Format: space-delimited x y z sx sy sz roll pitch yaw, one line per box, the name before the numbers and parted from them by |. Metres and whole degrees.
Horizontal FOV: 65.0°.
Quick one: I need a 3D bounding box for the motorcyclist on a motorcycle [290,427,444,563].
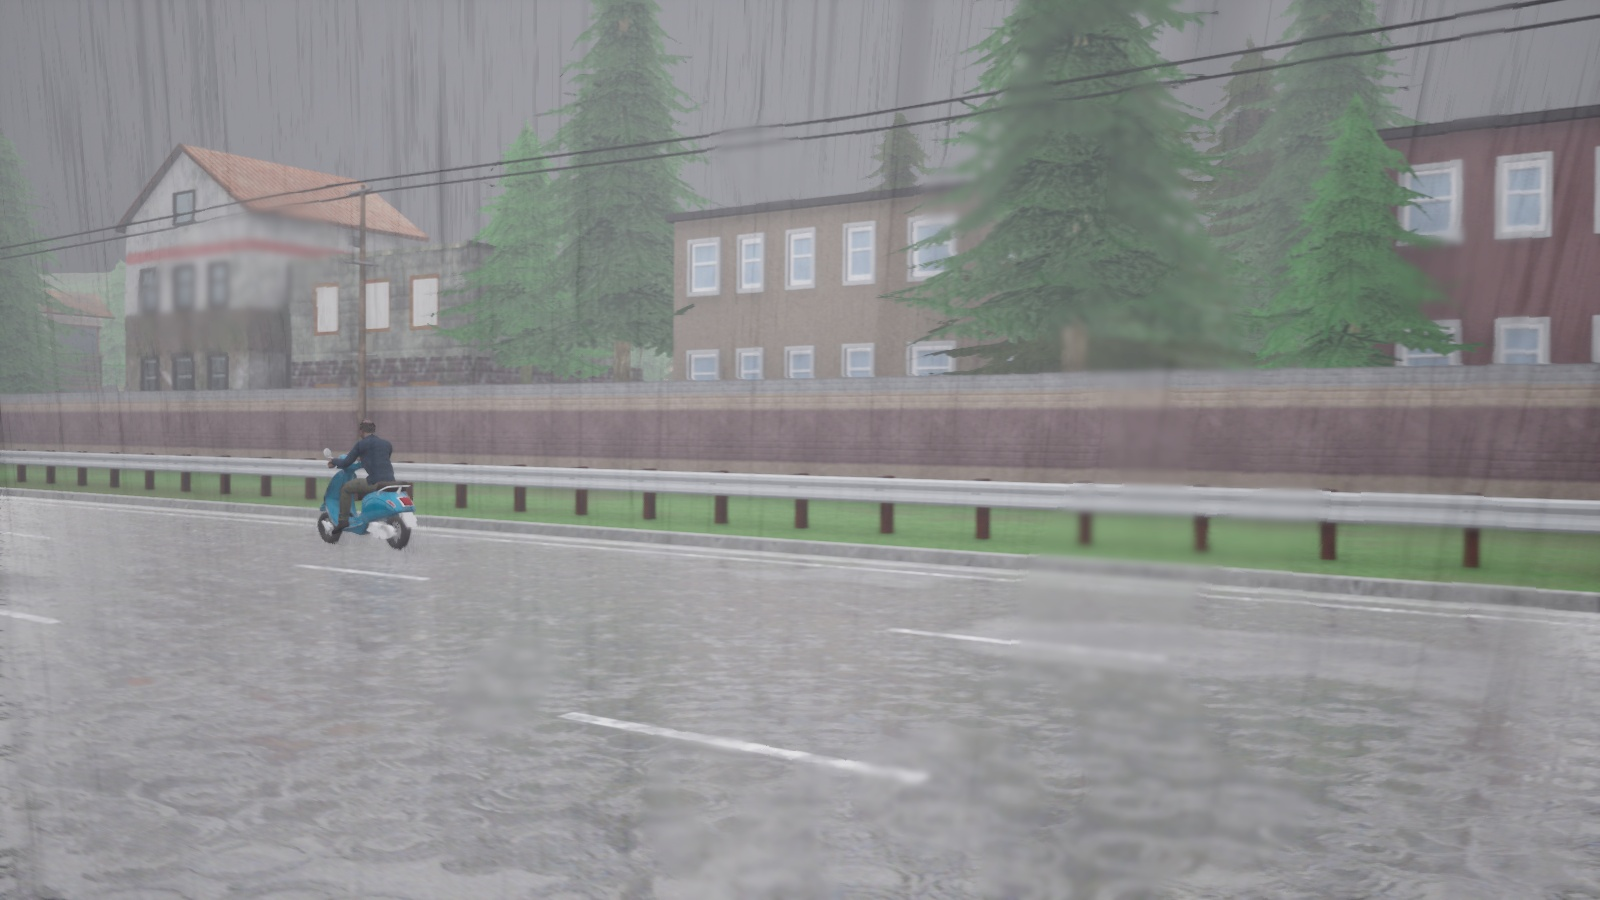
motorcyclist on a motorcycle | -5.387 0.520 15.605 1.817 1.590 0.866 0 1 34
